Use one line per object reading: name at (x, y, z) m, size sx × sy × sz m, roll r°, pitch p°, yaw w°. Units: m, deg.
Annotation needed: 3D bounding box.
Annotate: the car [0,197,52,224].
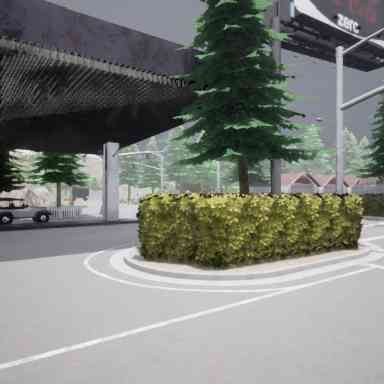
car at (-12.063, 1.313, 23.418) m, size 3.866 × 1.878 × 1.905 m, roll 0°, pitch 0°, yaw -36°
